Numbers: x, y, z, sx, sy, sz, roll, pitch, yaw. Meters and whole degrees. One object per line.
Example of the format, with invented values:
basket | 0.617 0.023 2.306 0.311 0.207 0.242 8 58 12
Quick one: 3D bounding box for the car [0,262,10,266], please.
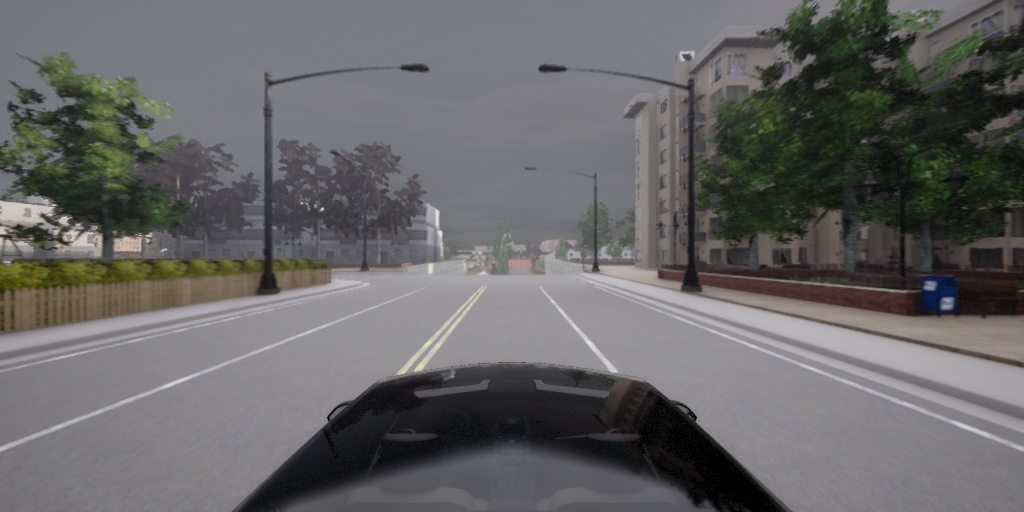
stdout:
car | -43.076 1.172 29.476 4.892 1.490 1.837 0 0 0
